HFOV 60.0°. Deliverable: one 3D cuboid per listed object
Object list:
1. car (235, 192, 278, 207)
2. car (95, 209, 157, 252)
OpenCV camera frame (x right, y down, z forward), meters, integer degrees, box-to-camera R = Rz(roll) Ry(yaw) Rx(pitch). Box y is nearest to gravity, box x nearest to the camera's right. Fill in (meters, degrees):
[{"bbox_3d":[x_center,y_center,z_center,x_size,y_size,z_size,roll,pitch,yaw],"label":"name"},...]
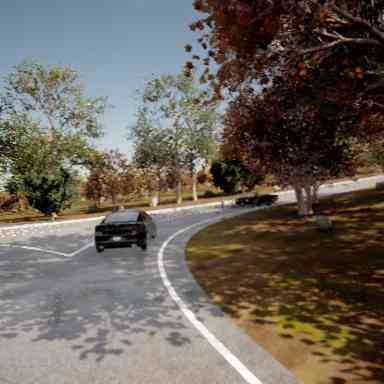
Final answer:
[{"bbox_3d":[6.400,0.644,32.571,4.718,1.301,1.895,-6,3,-40],"label":"car"},{"bbox_3d":[-2.654,1.467,14.111,1.882,1.535,5.008,-3,0,0],"label":"car"}]
